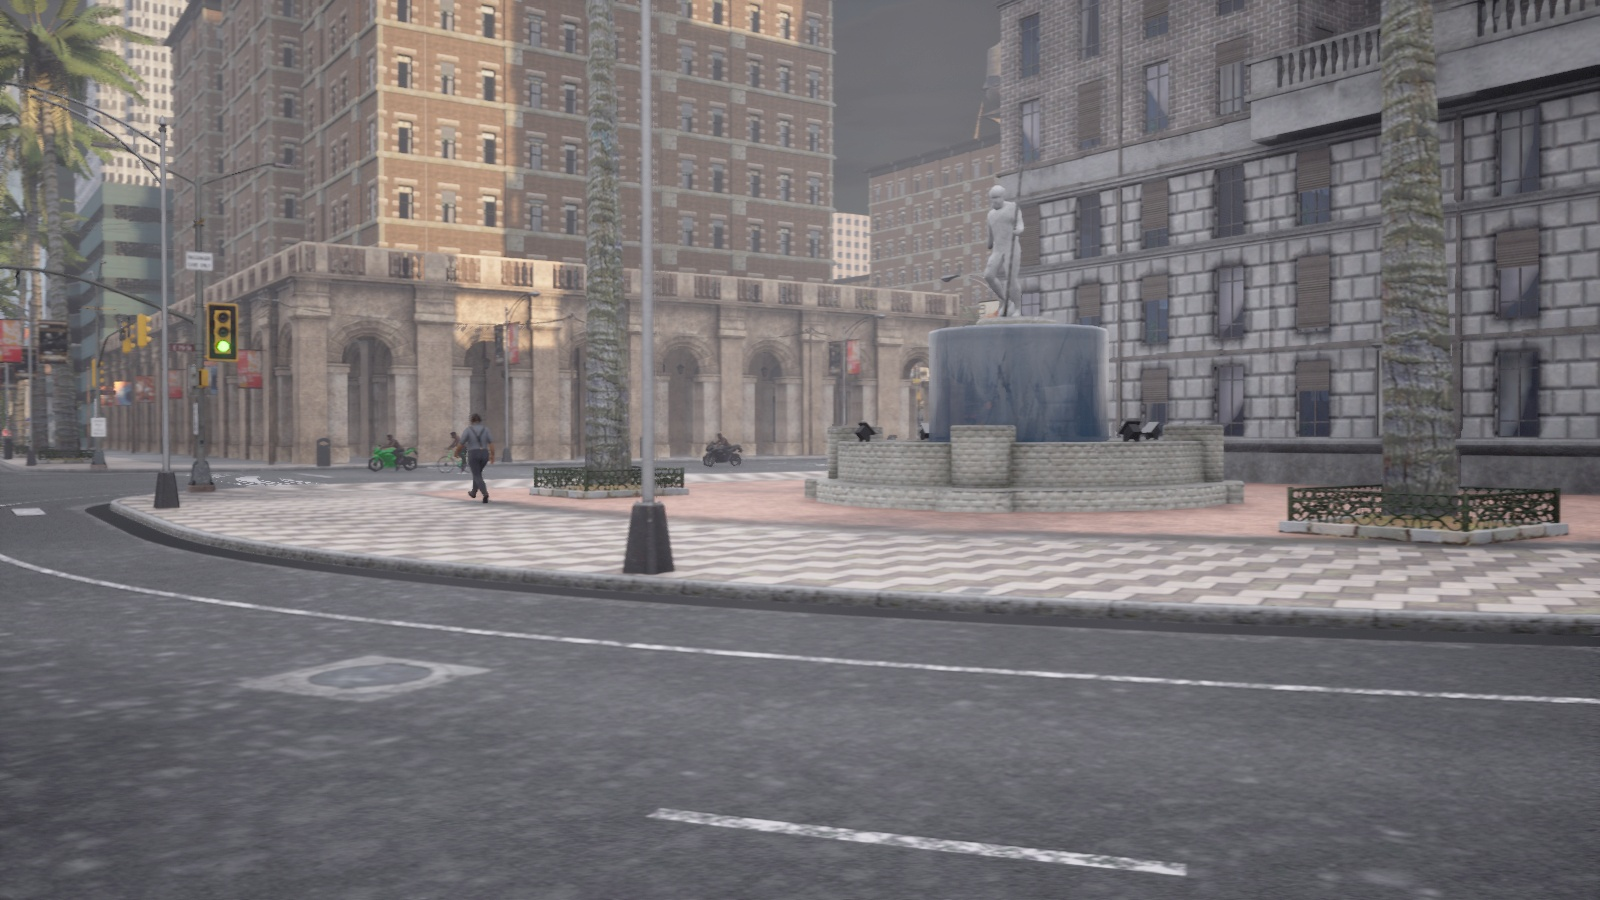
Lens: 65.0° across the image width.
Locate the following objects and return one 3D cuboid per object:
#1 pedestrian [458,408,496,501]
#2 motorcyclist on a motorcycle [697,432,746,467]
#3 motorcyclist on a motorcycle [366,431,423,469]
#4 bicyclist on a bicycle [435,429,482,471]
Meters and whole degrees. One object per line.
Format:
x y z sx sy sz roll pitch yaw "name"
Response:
-6.548 0.079 25.458 0.540 1.848 0.694 0 1 -36 "pedestrian"
-3.474 -0.030 55.650 2.044 1.523 0.797 0 1 -35 "motorcyclist on a motorcycle"
-16.419 -0.012 50.819 2.044 1.523 0.797 0 1 -35 "motorcyclist on a motorcycle"
-13.262 0.001 48.843 1.656 1.620 0.582 -1 1 -34 "bicyclist on a bicycle"
